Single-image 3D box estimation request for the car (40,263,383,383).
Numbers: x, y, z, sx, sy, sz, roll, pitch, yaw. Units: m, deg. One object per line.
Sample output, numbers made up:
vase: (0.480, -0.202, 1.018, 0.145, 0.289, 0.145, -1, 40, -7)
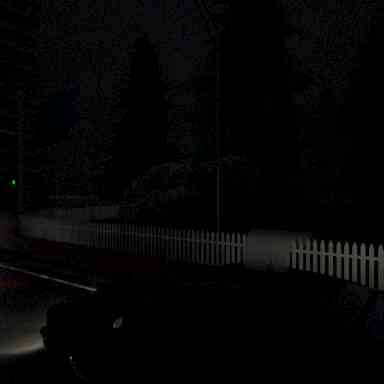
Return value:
car: (0.606, 1.547, 3.562, 5.357, 1.411, 2.033, 0, 0, 36)
